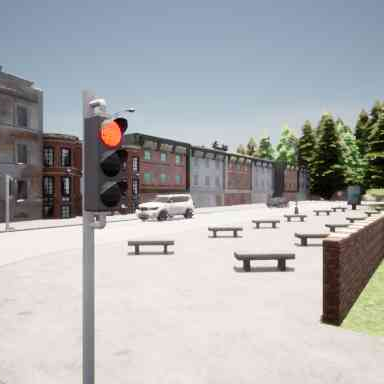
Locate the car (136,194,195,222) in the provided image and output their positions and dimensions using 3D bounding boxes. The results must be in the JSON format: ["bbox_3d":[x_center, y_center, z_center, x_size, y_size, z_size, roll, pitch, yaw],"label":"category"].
[{"bbox_3d":[-1.996,1.221,26.748,2.150,2.045,5.566,0,0,35],"label":"car"}]

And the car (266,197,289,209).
[{"bbox_3d":[11.902,1.507,46.055,1.837,1.490,4.892,0,-1,36],"label":"car"}]
